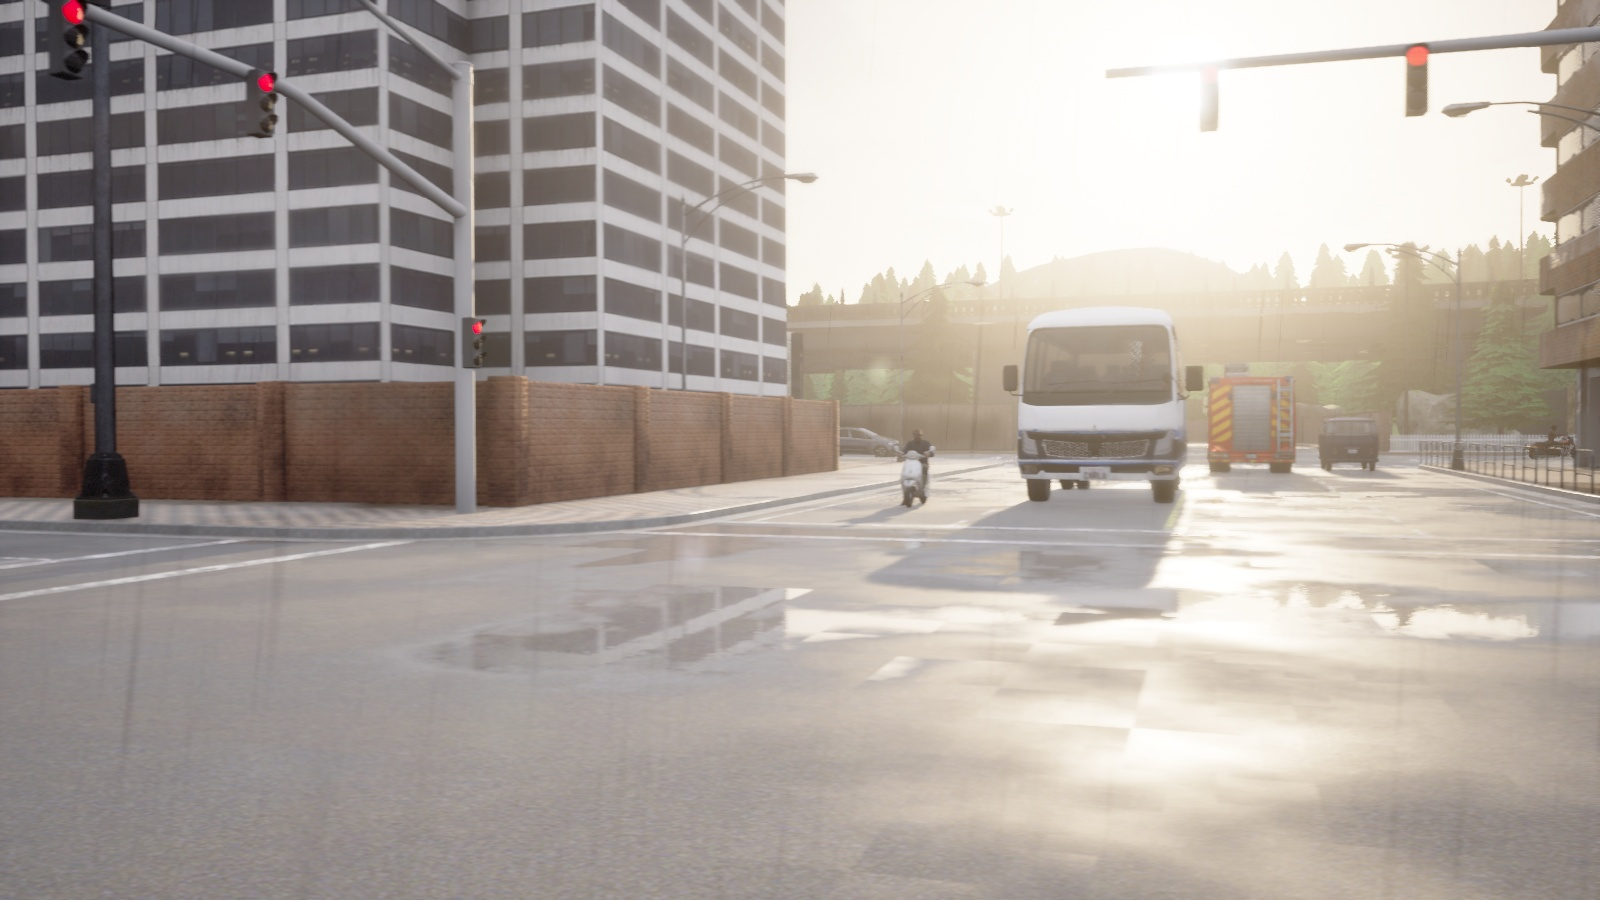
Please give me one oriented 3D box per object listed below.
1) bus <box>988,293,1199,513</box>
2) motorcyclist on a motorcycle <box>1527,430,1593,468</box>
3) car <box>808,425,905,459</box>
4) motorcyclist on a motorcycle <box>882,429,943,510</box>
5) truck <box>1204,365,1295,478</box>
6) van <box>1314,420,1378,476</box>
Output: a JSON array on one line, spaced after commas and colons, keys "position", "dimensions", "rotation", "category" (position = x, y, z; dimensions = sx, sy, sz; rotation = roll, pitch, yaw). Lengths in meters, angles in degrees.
[{"position": [7.322, -0.999, 29.775], "dimensions": [3.944, 4.253, 10.273], "rotation": [1, 1, 18], "category": "bus"}, {"position": [33.484, -0.040, 55.381], "dimensions": [2.350, 1.649, 0.766], "rotation": [1, 1, 16], "category": "motorcyclist on a motorcycle"}, {"position": [2.966, -0.425, 65.392], "dimensions": [4.611, 1.667, 2.242], "rotation": [1, 1, 18], "category": "car"}, {"position": [2.332, 0.374, 25.870], "dimensions": [0.866, 1.590, 1.817], "rotation": [1, 1, 18], "category": "motorcyclist on a motorcycle"}, {"position": [16.696, -1.028, 46.982], "dimensions": [2.891, 3.827, 8.468], "rotation": [1, 1, 18], "category": "truck"}, {"position": [20.364, -0.096, 46.952], "dimensions": [1.775, 1.987, 4.442], "rotation": [1, 1, 18], "category": "van"}]
